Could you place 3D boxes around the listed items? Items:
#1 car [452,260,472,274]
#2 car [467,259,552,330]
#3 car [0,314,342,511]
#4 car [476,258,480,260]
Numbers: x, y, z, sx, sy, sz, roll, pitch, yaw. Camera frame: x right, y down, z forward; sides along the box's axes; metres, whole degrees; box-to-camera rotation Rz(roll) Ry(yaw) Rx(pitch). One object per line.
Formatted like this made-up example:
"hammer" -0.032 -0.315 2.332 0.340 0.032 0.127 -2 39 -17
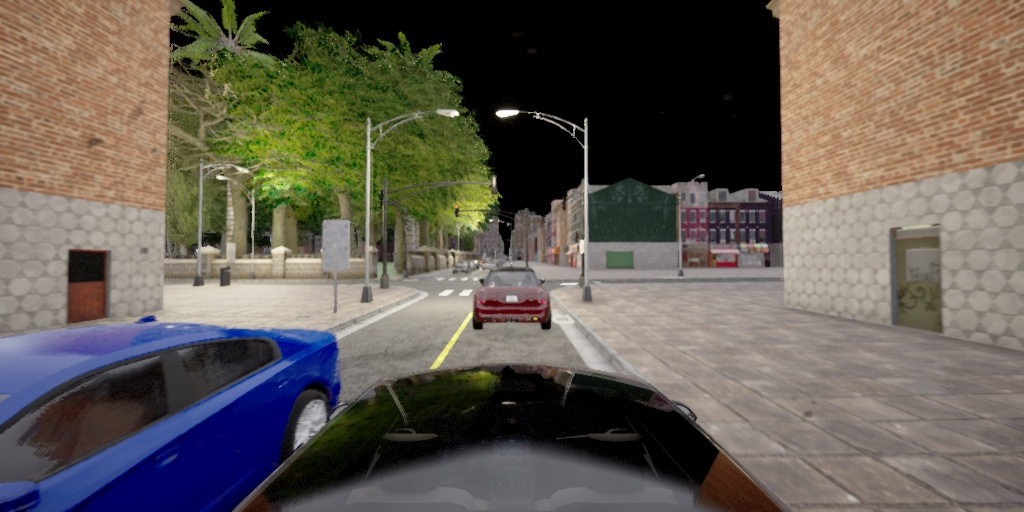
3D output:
"car" -5.598 1.276 40.008 2.007 1.370 4.403 0 0 -1
"car" 0.011 1.092 11.238 2.097 1.767 4.553 0 0 0
"car" -2.835 1.227 1.964 1.882 1.535 5.008 0 0 0
"car" -5.642 1.278 47.143 2.007 1.370 4.403 0 0 -1
